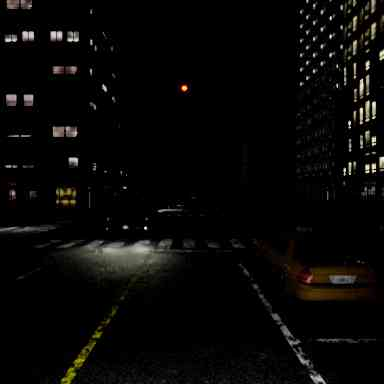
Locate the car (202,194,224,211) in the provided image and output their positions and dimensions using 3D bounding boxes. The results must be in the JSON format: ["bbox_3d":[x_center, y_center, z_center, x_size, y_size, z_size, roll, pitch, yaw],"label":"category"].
[{"bbox_3d":[2.742,1.332,40.490,2.192,1.841,5.009,0,0,0],"label":"car"}]

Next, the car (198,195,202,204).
[{"bbox_3d":[2.773,1.361,62.596,2.192,1.841,5.009,0,0,0],"label":"car"}]

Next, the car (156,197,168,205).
[{"bbox_3d":[-5.606,1.591,62.607,1.887,1.381,4.507,0,0,0],"label":"car"}]

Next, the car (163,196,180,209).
[{"bbox_3d":[-3.036,1.569,45.060,2.033,1.411,5.357,0,0,0],"label":"car"}]

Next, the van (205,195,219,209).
[{"bbox_3d":[2.750,1.363,46.016,1.690,1.788,3.998,0,0,0],"label":"van"}]

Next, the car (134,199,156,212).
[{"bbox_3d":[-5.636,1.567,40.502,2.008,1.369,4.403,0,0,0],"label":"car"}]

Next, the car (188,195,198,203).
[{"bbox_3d":[0.203,1.659,69.024,1.895,1.301,4.718,0,0,0],"label":"car"}]

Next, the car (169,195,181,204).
[{"bbox_3d":[-2.989,1.590,60.067,2.033,1.411,5.357,0,0,0],"label":"car"}]

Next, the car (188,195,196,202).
[{"bbox_3d":[0.112,1.556,80.177,1.882,1.535,5.008,0,0,0],"label":"car"}]

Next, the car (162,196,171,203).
[{"bbox_3d":[-5.590,1.648,73.662,1.802,1.307,4.206,0,0,0],"label":"car"}]

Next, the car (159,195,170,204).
[{"bbox_3d":[-5.599,1.496,68.135,1.967,1.590,4.097,0,0,0],"label":"car"}]

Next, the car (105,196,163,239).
[{"bbox_3d":[-3.089,1.275,18.203,2.150,2.045,5.566,0,0,0],"label":"car"}]

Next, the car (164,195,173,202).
[{"bbox_3d":[-5.583,1.516,79.188,1.967,1.590,4.097,0,0,0],"label":"car"}]

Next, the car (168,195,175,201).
[{"bbox_3d":[-5.567,1.624,90.072,1.752,1.417,4.829,0,0,0],"label":"car"}]

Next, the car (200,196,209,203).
[{"bbox_3d":[2.790,1.611,73.650,1.887,1.381,4.507,0,0,0],"label":"car"}]

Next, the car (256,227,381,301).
[{"bbox_3d":[2.698,1.526,8.247,1.752,1.417,4.829,0,0,0],"label":"car"}]
